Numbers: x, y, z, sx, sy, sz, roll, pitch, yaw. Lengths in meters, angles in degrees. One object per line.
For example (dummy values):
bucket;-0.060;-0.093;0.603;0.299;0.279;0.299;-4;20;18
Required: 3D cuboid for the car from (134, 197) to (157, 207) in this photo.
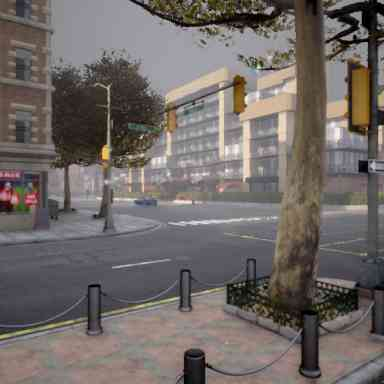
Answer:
car;-7.126;1.470;50.605;1.882;1.535;5.008;0;0;-36
